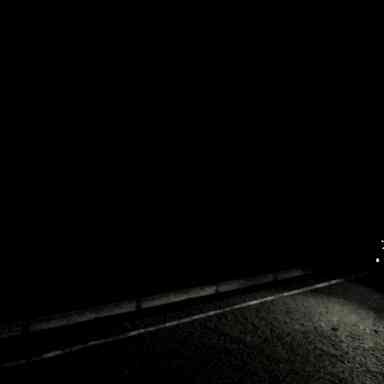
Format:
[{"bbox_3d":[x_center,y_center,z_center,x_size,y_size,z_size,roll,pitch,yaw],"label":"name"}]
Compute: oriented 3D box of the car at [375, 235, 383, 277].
[{"bbox_3d":[7.352,1.344,9.223,5.566,2.045,2.150,1,0,-35],"label":"car"}]
